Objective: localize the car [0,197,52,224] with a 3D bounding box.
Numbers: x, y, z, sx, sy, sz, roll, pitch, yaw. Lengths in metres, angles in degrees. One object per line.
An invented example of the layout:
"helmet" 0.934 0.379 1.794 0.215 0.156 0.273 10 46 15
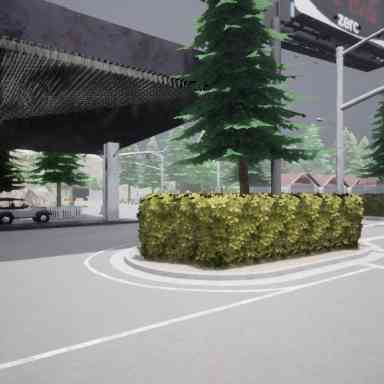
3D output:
"car" -12.050 1.313 23.427 3.866 1.878 1.905 0 0 -36
